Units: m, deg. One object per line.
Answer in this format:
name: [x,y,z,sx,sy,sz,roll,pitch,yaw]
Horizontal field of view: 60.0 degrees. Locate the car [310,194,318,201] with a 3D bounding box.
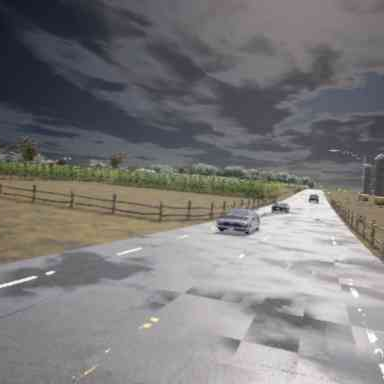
car: [32.643,1.407,88.649,1.837,1.490,4.892,4,3,21]

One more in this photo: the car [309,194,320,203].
car: [28.879,1.453,78.701,2.150,2.045,5.566,4,3,21]

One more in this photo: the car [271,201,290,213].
car: [11.228,1.909,42.035,1.895,1.301,4.718,4,2,21]

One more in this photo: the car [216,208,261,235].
car: [3.099,1.714,20.768,2.033,1.411,5.357,4,0,21]
